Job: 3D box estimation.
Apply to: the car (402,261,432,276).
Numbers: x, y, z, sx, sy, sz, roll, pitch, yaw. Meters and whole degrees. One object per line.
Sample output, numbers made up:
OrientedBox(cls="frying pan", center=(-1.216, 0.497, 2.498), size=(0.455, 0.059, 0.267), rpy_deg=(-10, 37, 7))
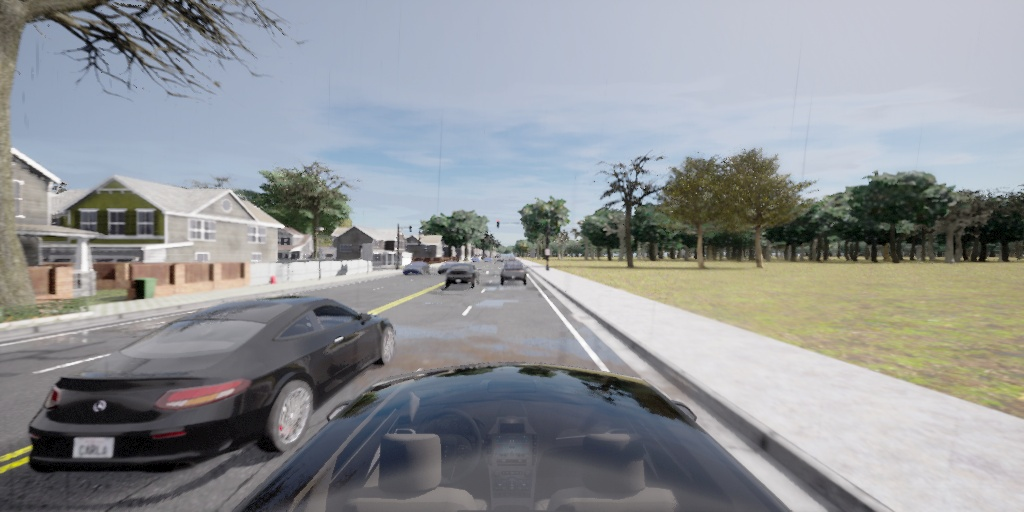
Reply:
OrientedBox(cls="car", center=(-9.794, 1.261, 37.446), size=(2.033, 1.411, 5.357), rpy_deg=(0, 0, 1))

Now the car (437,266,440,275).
OrientedBox(cls="car", center=(-6.537, 1.260, 38.098), size=(2.033, 1.411, 5.357), rpy_deg=(0, 0, 1))

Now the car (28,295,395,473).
OrientedBox(cls="car", center=(-3.148, 1.272, 5.000), size=(1.812, 1.442, 4.674), rpy_deg=(0, 0, 0))

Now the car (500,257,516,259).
OrientedBox(cls="car", center=(0.041, 1.191, 37.169), size=(1.882, 1.535, 5.008), rpy_deg=(0, 0, 0))

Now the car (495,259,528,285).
OrientedBox(cls="car", center=(0.099, 1.217, 26.119), size=(2.128, 1.511, 4.902), rpy_deg=(0, 0, 0))

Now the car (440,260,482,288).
OrientedBox(cls="car", center=(-3.152, 1.232, 23.465), size=(1.837, 1.490, 4.892), rpy_deg=(0, 0, 0))
